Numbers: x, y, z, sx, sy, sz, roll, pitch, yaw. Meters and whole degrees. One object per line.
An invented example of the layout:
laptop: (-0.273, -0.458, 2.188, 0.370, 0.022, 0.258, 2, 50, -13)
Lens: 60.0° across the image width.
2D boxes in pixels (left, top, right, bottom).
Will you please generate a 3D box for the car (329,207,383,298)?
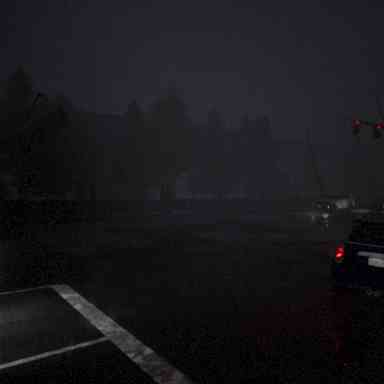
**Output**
car: (5.180, 1.330, 7.441, 4.553, 1.767, 2.097, 0, 0, -36)

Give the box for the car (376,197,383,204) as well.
car: (19.317, 1.421, 30.606, 4.892, 1.490, 1.837, 0, 0, -36)

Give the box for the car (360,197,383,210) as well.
car: (23.716, 1.381, 42.294, 4.902, 1.511, 2.128, 0, 0, -35)

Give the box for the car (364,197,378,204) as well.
car: (21.138, 1.430, 36.224, 4.674, 1.442, 1.812, 0, 0, -35)

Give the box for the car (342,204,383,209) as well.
car: (8.876, 1.438, 14.377, 5.008, 1.535, 1.882, 0, 0, -35)

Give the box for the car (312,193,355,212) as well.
car: (15.653, 1.136, 36.627, 5.566, 2.045, 2.150, 0, 0, -35)
